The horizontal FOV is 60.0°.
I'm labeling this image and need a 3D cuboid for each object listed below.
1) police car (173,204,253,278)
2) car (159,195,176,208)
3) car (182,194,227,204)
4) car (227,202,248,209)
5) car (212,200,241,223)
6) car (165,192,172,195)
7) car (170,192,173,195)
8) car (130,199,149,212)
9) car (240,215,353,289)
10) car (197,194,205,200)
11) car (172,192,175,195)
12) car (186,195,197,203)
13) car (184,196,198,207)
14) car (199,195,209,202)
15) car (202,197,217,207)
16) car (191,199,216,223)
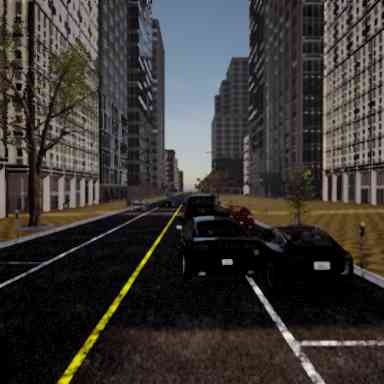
[{"bbox_3d":[0.576,1.394,10.208,1.930,1.638,5.238,0,0,-5],"label":"police car"},{"bbox_3d":[-3.174,1.429,43.908,1.994,1.385,4.181,0,0,0],"label":"car"},{"bbox_3d":[0.605,1.153,20.161,2.150,2.045,5.566,-1,0,0],"label":"car"},{"bbox_3d":[2.623,1.483,20.171,1.887,1.381,4.507,-1,0,0],"label":"car"},{"bbox_3d":[2.606,1.445,25.984,1.752,1.417,4.829,-1,0,0],"label":"car"},{"bbox_3d":[-5.908,1.301,70.742,1.752,1.417,4.829,-1,0,0],"label":"car"},{"bbox_3d":[-5.925,1.337,76.553,1.802,1.307,4.206,-1,0,0],"label":"car"},{"bbox_3d":[-5.808,1.438,37.064,2.008,1.369,4.403,-1,0,0],"label":"car"},{"bbox_3d":[2.657,1.538,8.886,1.947,1.339,4.313,-1,0,0],"label":"car"},{"bbox_3d":[2.422,1.263,87.884,2.008,1.369,4.403,-1,0,0],"label":"car"},{"bbox_3d":[-5.961,1.029,87.835,2.192,1.841,5.009,-1,0,0],"label":"car"},{"bbox_3d":[-0.190,1.344,64.187,2.033,1.411,5.357,0,0,0],"label":"car"},{"bbox_3d":[-0.104,1.329,47.585,1.882,1.535,5.008,0,0,0],"label":"car"},{"bbox_3d":[2.472,1.323,70.956,2.008,1.369,4.403,-1,0,0],"label":"car"},{"bbox_3d":[2.539,1.393,48.385,1.887,1.381,4.507,-1,0,0],"label":"car"},{"bbox_3d":[0.822,1.375,26.332,1.801,1.575,5.366,0,0,0],"label":"car"}]
